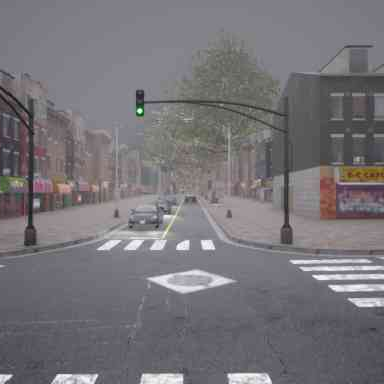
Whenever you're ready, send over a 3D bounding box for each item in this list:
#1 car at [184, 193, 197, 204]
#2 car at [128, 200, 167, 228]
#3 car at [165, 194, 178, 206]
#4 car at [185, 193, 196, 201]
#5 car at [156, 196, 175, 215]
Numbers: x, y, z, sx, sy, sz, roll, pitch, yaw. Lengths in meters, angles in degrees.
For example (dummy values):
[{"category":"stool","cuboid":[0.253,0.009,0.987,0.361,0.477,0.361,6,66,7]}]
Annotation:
[{"category":"car","cuboid":[-0.197,0.990,51.830,1.882,1.535,5.008,0,1,0]},{"category":"car","cuboid":[-2.932,1.482,21.878,1.812,1.442,4.674,0,1,0]},{"category":"car","cuboid":[-3.004,1.123,45.075,1.837,1.490,4.892,0,2,0]},{"category":"car","cuboid":[-0.236,0.916,62.253,1.994,1.385,4.181,0,1,0]},{"category":"car","cuboid":[-2.969,1.398,31.897,1.994,1.385,4.181,0,1,0]}]
